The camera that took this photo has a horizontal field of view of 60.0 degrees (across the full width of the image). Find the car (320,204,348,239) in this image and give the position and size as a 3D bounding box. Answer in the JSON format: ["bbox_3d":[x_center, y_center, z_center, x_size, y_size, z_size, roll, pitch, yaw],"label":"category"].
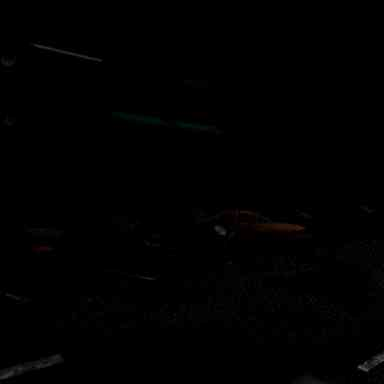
[{"bbox_3d":[4.739,1.472,16.485,4.892,1.521,2.231,-1,-1,35],"label":"car"}]

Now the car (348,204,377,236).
[{"bbox_3d":[7.129,1.498,18.213,4.792,1.488,2.163,-1,0,35],"label":"car"}]

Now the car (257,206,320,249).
[{"bbox_3d":[2.490,1.469,14.673,5.366,1.575,1.946,-1,-1,35],"label":"car"}]

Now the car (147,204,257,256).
[{"bbox_3d":[-0.103,1.353,13.077,4.553,1.767,2.185,-1,-1,35],"label":"car"}]

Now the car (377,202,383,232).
[{"bbox_3d":[9.562,1.464,19.910,5.008,1.535,2.097,-1,-1,35],"label":"car"}]

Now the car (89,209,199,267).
[{"bbox_3d":[-2.491,1.483,11.345,4.892,1.521,2.231,-1,-1,35],"label":"car"}]

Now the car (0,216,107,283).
[{"bbox_3d":[-4.898,1.526,9.626,4.674,1.452,2.002,-1,0,35],"label":"car"}]
